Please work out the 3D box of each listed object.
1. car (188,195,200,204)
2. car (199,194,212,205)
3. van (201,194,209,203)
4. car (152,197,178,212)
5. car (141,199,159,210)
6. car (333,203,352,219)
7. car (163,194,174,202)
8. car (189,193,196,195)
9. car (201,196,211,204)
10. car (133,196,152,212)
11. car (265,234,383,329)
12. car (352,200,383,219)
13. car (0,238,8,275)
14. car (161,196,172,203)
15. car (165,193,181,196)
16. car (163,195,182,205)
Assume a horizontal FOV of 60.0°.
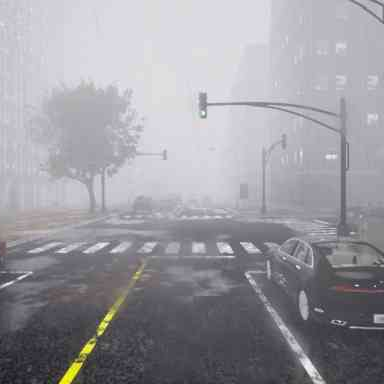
[{"bbox_3d":[0.217,1.658,63.179,1.895,1.301,4.718,0,0,0],"label":"car"},{"bbox_3d":[2.801,1.621,61.350,1.947,1.339,4.313,0,0,0],"label":"car"},{"bbox_3d":[2.821,1.415,72.396,1.690,1.788,3.998,0,0,0],"label":"van"},{"bbox_3d":[-3.032,1.574,38.561,2.033,1.411,5.357,0,0,0],"label":"car"},{"bbox_3d":[-5.611,1.600,44.797,1.947,1.339,4.313,0,0,0],"label":"car"},{"bbox_3d":[13.472,1.354,26.256,4.403,1.369,2.008,-1,1,0],"label":"car"},{"bbox_3d":[-5.550,1.399,77.934,2.192,1.841,5.009,0,0,0],"label":"car"},{"bbox_3d":[0.145,1.312,79.138,2.150,2.045,5.566,0,0,0],"label":"car"},{"bbox_3d":[2.811,1.589,67.043,1.752,1.417,4.829,0,0,0],"label":"car"},{"bbox_3d":[-5.622,1.343,39.274,2.192,1.841,5.009,0,0,0],"label":"car"},{"bbox_3d":[2.699,1.553,6.870,2.008,1.369,4.403,0,0,0],"label":"car"},{"bbox_3d":[14.732,1.334,23.658,5.357,1.411,2.033,-1,0,3],"label":"car"},{"bbox_3d":[-5.681,1.547,6.886,1.887,1.381,4.507,0,0,0],"label":"car"},{"bbox_3d":[-5.560,1.639,72.412,1.947,1.339,4.313,0,0,0],"label":"car"},{"bbox_3d":[-2.943,1.274,59.657,2.150,2.045,5.566,0,0,3],"label":"car"},{"bbox_3d":[-3.011,1.587,49.014,2.033,1.411,5.357,0,0,0],"label":"car"}]
